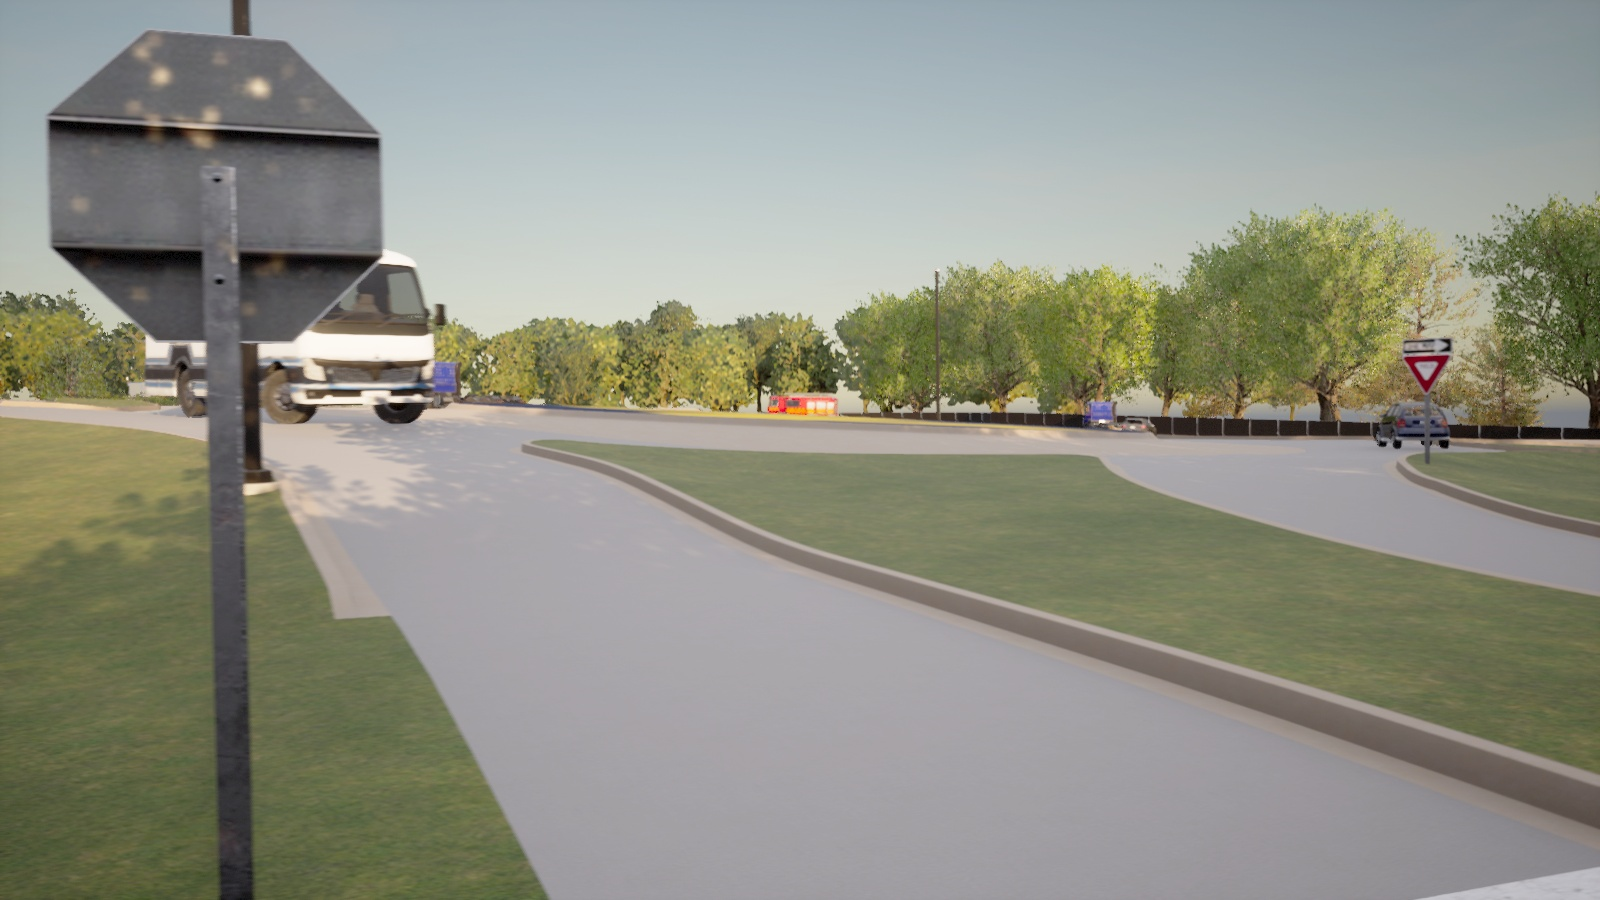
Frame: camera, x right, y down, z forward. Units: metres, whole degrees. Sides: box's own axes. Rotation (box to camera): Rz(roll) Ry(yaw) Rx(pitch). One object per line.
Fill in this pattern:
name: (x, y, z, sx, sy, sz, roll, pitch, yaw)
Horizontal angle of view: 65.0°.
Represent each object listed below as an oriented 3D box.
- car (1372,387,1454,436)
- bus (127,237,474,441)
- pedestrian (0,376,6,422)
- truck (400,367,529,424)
car: (20.815, -1.302, 42.768, 1.789, 1.549, 3.705, -1, 2, 14)
bus: (-12.710, -2.596, 31.238, 10.273, 4.253, 3.944, 3, 5, 44)
pedestrian: (-32.744, -2.042, 50.842, 0.874, 1.855, 0.900, -3, 2, -30)
truck: (-21.071, -3.434, 78.812, 7.936, 3.462, 2.891, 2, 2, 27)
